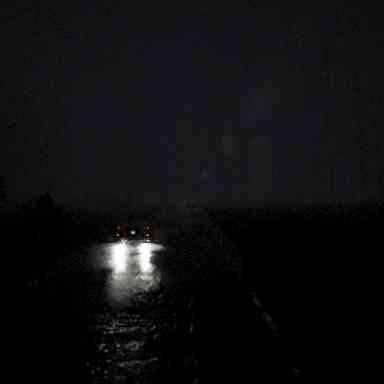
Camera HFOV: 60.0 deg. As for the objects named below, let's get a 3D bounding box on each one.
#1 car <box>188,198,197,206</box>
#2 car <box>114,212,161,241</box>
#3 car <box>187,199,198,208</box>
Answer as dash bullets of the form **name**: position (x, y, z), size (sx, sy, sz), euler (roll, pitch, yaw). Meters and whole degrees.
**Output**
- **car**: position (0.068, 2.145, 70.513), size (1.882, 1.535, 5.008), euler (0, -1, 0)
- **car**: position (-2.803, 1.754, 17.787), size (1.994, 1.385, 4.181), euler (0, -1, 0)
- **car**: position (0.058, 2.150, 60.090), size (1.882, 1.535, 5.008), euler (0, -1, 0)
